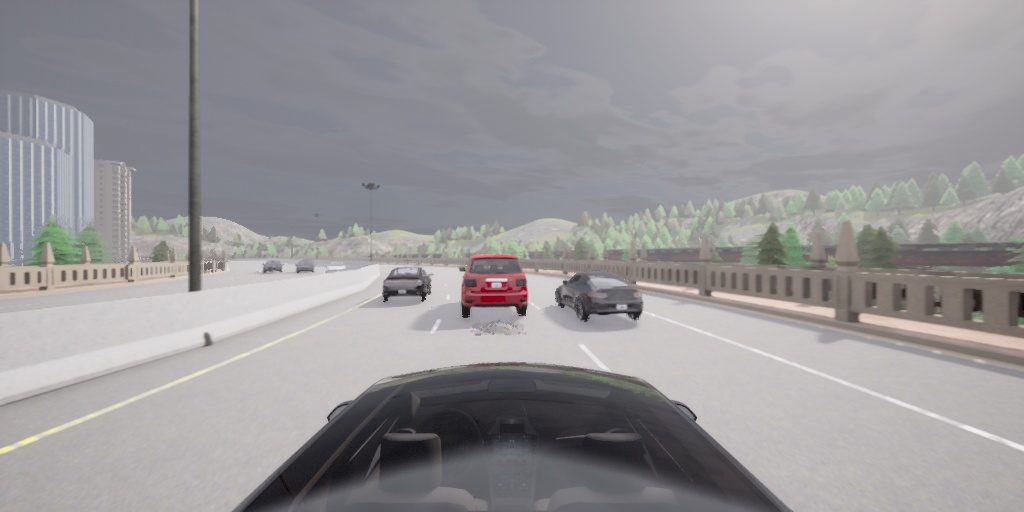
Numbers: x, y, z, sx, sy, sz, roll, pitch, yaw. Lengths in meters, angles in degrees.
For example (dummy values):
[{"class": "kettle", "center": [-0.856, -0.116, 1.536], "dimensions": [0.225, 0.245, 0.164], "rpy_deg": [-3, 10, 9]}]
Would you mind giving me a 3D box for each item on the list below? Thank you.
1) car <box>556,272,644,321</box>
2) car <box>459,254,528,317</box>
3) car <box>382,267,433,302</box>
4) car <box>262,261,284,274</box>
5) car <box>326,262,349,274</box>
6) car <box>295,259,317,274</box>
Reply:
[{"class": "car", "center": [2.819, 1.254, 12.278], "dimensions": [1.812, 1.442, 4.674], "rpy_deg": [0, 0, -6]}, {"class": "car", "center": [-0.778, 0.963, 13.389], "dimensions": [2.150, 2.045, 5.566], "rpy_deg": [0, 0, -7]}, {"class": "car", "center": [-4.867, 1.245, 17.041], "dimensions": [2.128, 1.511, 4.902], "rpy_deg": [0, 0, -9]}, {"class": "car", "center": [-29.070, 1.324, 43.749], "dimensions": [1.837, 1.490, 4.892], "rpy_deg": [0, -1, -30]}, {"class": "car", "center": [-17.888, 1.308, 36.738], "dimensions": [1.812, 1.442, 4.674], "rpy_deg": [0, 0, -23]}, {"class": "car", "center": [-24.519, 1.304, 42.687], "dimensions": [1.837, 1.490, 4.892], "rpy_deg": [0, 0, -28]}]
